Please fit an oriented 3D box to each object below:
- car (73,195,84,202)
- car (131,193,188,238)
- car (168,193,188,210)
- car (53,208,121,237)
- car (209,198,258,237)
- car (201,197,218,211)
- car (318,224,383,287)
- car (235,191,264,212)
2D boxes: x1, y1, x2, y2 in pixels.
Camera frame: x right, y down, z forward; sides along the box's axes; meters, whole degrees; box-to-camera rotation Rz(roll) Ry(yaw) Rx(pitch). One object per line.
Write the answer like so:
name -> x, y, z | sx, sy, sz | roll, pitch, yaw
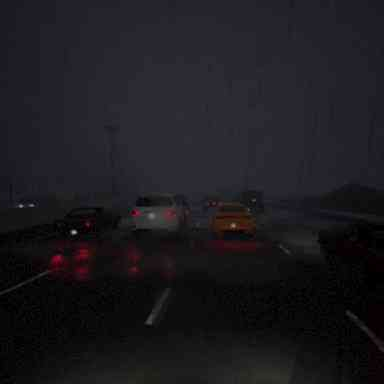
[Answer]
car -> -16.905, 1.095, 50.198 | 1.895, 1.301, 4.718 | 0, 1, -7
car -> -1.523, 1.053, 16.744 | 2.150, 2.045, 5.566 | 0, 1, 3
car -> -1.579, 0.983, 37.002 | 2.097, 1.767, 4.553 | 0, 1, -3
car -> -5.032, 1.431, 16.788 | 1.895, 1.301, 4.718 | 0, 1, 3
car -> 1.969, 1.306, 17.086 | 1.882, 1.535, 5.008 | 0, 0, 3
car -> 2.051, 1.194, 35.304 | 2.033, 1.411, 5.357 | 0, 1, -3
car -> 4.912, 1.512, 8.911 | 1.895, 1.301, 4.718 | 0, 1, 5
car -> 5.606, 0.885, 33.168 | 2.150, 2.045, 5.566 | 0, 0, -2
